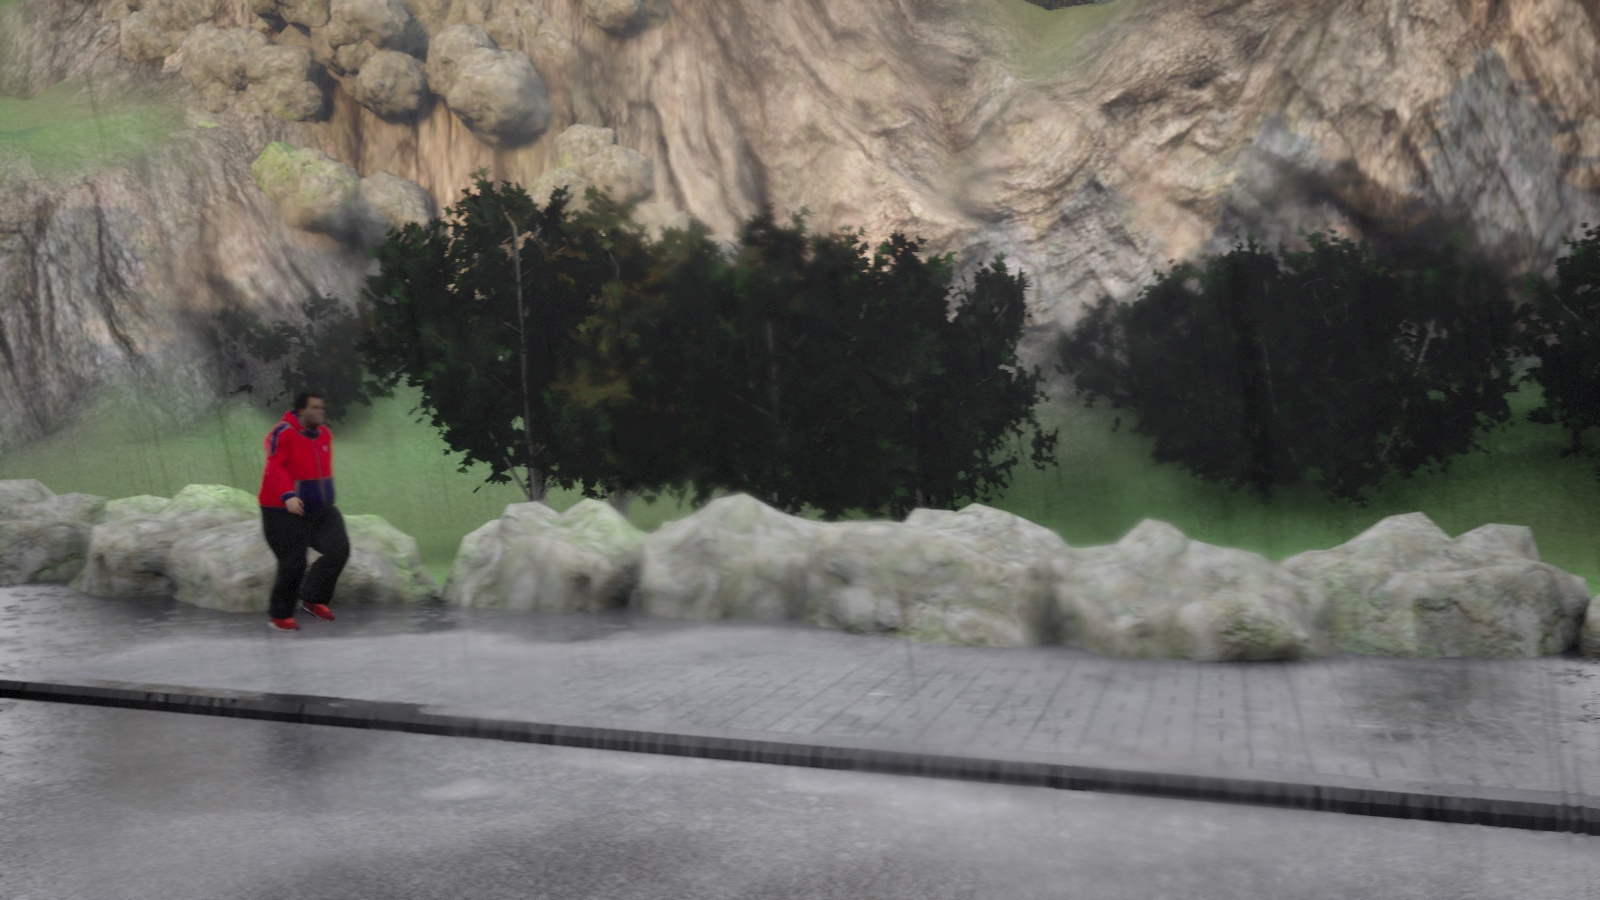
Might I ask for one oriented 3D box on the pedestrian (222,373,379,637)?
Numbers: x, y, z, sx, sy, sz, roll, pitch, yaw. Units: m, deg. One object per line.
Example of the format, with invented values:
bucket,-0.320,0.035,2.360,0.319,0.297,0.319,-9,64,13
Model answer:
pedestrian,-3.663,0.375,9.228,0.899,1.844,0.634,1,1,27
